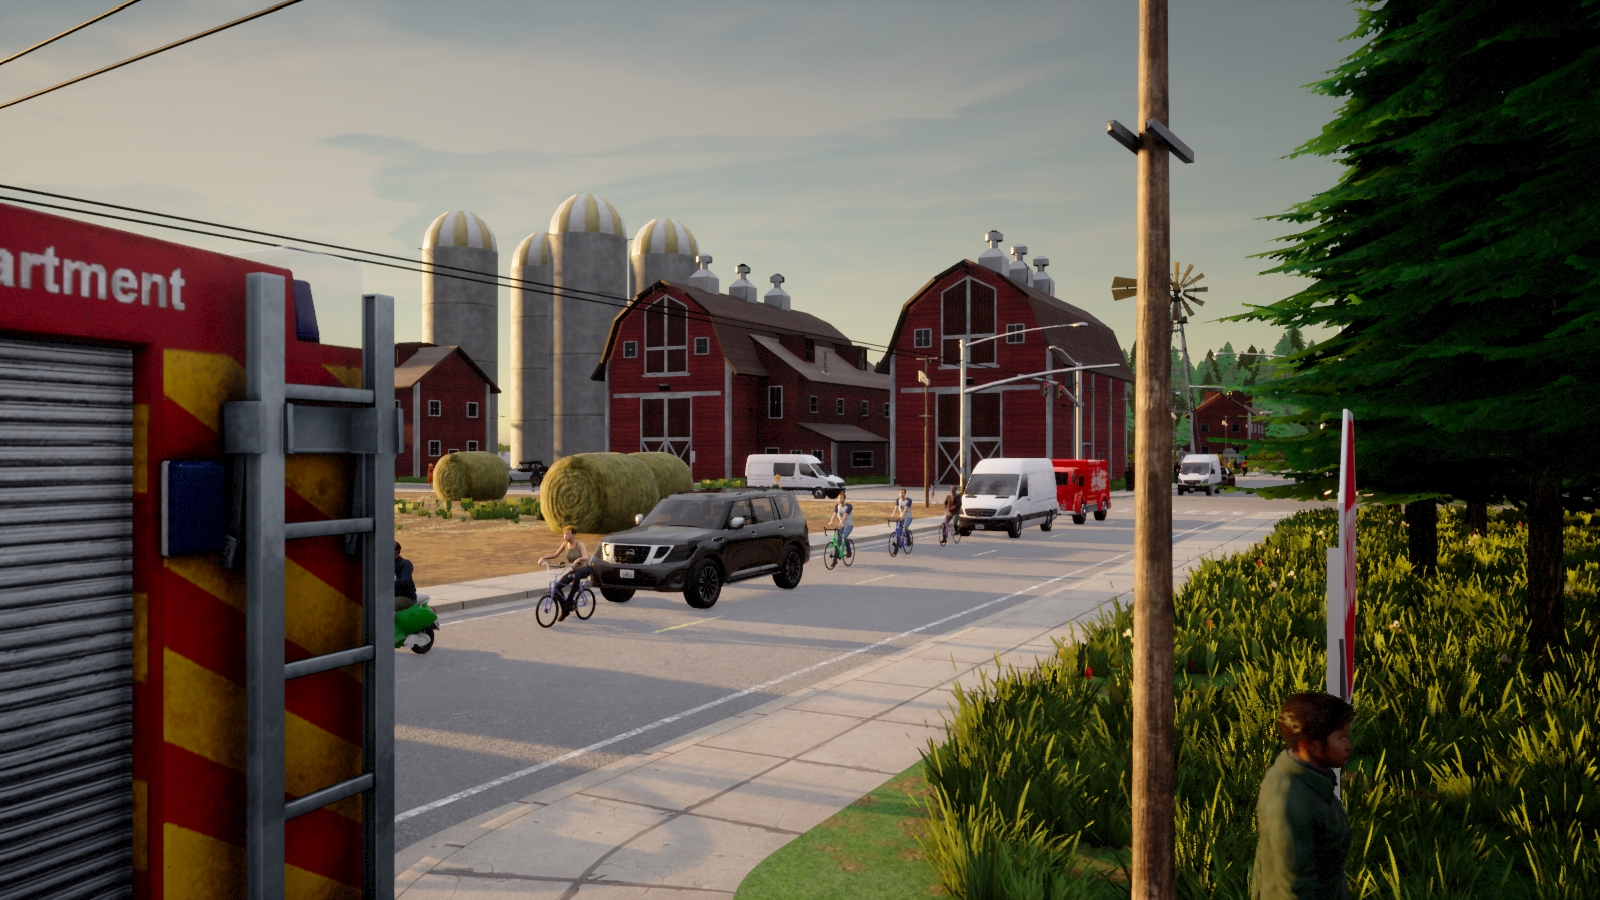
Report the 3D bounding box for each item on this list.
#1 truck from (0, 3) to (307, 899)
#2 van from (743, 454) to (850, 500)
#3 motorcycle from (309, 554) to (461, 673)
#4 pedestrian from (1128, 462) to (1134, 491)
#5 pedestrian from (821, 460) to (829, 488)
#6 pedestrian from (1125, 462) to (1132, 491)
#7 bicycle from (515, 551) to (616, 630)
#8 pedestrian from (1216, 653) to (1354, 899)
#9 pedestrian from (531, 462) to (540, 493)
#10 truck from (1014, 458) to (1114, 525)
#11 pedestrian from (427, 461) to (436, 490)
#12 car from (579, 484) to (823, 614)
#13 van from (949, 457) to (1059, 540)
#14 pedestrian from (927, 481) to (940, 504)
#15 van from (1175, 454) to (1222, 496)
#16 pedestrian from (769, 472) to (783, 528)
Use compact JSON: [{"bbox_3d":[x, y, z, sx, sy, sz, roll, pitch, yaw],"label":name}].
[{"bbox_3d":[-6.024,0.867,3.727,8.468,3.827,2.891,0,0,21],"label":"truck"},{"bbox_3d":[-0.232,1.504,65.682,5.915,2.561,1.988,0,0,27],"label":"van"},{"bbox_3d":[-5.538,2.142,15.342,0.856,1.316,1.805,0,0,28],"label":"motorcycle"},{"bbox_3d":[21.401,1.695,73.870,0.375,1.860,0.375,0,0,21],"label":"pedestrian"},{"bbox_3d":[1.683,1.565,75.782,0.375,1.860,0.375,0,0,41],"label":"pedestrian"},{"bbox_3d":[21.058,1.695,73.168,0.375,1.860,0.375,0,0,23],"label":"pedestrian"},{"bbox_3d":[-3.799,2.256,18.612,0.859,1.080,1.487,0,0,28],"label":"bicycle"},{"bbox_3d":[1.648,1.663,3.874,0.375,1.860,0.375,0,0,32],"label":"pedestrian"},{"bbox_3d":[-16.109,1.670,69.528,0.375,1.860,0.375,0,0,35],"label":"pedestrian"},{"bbox_3d":[10.574,1.568,45.388,2.627,2.467,5.204,0,0,28],"label":"truck"},{"bbox_3d":[-23.821,1.671,73.914,0.375,1.860,0.375,0,0,29],"label":"pedestrian"},{"bbox_3d":[-1.726,1.779,22.457,2.150,2.045,5.566,0,0,27],"label":"car"},{"bbox_3d":[7.076,1.534,38.966,1.988,2.561,5.915,0,0,28],"label":"van"},{"bbox_3d":[6.545,2.054,55.892,0.500,1.100,0.500,0,0,22],"label":"pedestrian"},{"bbox_3d":[25.700,1.534,73.537,1.988,2.561,5.915,0,0,28],"label":"van"},{"bbox_3d":[-0.799,1.684,38.618,0.375,1.860,0.375,0,0,19],"label":"pedestrian"}]
